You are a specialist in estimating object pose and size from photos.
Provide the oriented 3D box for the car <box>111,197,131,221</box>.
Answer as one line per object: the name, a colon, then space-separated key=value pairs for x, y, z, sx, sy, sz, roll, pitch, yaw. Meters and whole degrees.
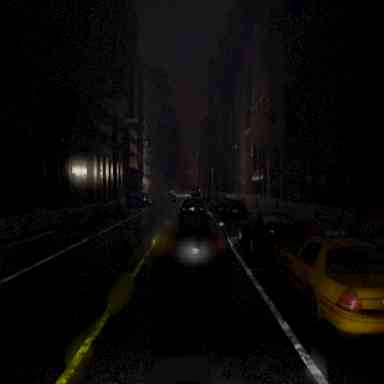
car: x=-5.765 y=1.238 z=23.328 sx=1.802 sy=1.307 sz=4.206 roll=0 pitch=1 yaw=0

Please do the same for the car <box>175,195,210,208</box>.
car: x=0.069 y=1.174 z=25.337 sx=2.033 sy=1.411 sz=5.357 roll=0 pitch=1 yaw=0

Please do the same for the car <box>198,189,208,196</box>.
car: x=2.760 y=0.091 z=84.953 sx=2.192 sy=1.841 sz=5.009 roll=0 pitch=1 yaw=0

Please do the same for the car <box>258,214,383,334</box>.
car: x=2.760 y=1.424 z=6.711 sx=1.752 sy=1.417 sz=4.829 roll=0 pitch=1 yaw=0

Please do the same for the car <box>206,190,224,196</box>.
car: x=2.760 y=0.933 z=34.545 sx=1.967 sy=1.590 sz=4.097 roll=0 pitch=1 yaw=0

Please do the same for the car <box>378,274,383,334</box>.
car: x=2.760 y=1.529 z=0.940 sx=1.887 sy=1.381 sz=4.507 roll=0 pitch=1 yaw=0

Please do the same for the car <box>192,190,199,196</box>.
car: x=0.901 y=0.308 z=84.489 sx=1.812 sy=1.442 sz=4.674 roll=0 pitch=1 yaw=0

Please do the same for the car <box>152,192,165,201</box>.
car: x=-5.765 y=0.752 z=56.938 sx=1.802 sy=1.307 sz=4.206 roll=0 pitch=1 yaw=0

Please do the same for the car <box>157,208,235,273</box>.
car: x=0.069 y=1.412 z=10.169 sx=1.994 sy=1.385 sz=4.181 roll=0 pitch=1 yaw=0

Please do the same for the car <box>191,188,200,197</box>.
car: x=0.854 y=0.088 z=78.514 sx=2.150 sy=2.045 sz=5.566 roll=0 pitch=1 yaw=0

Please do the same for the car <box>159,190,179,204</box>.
car: x=-3.083 y=0.861 z=45.402 sx=1.812 sy=1.442 sz=4.674 roll=0 pitch=1 yaw=0

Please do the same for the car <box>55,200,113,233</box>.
car: x=-5.765 y=1.319 z=17.727 sx=1.802 sy=1.307 sz=4.206 roll=0 pitch=1 yaw=0

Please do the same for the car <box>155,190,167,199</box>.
car: x=-5.765 y=0.530 z=62.537 sx=1.967 sy=1.590 sz=4.097 roll=0 pitch=1 yaw=0

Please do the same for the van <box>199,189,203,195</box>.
van: x=2.760 y=0.431 z=62.550 sx=1.690 sy=1.788 sz=3.998 roll=0 pitch=1 yaw=0

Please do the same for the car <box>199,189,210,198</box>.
car: x=2.759 y=0.247 z=73.751 sx=2.192 sy=1.841 sz=5.009 roll=0 pitch=1 yaw=0

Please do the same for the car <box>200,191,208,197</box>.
car: x=2.760 y=0.435 z=79.356 sx=1.802 sy=1.307 sz=4.206 roll=0 pitch=1 yaw=0

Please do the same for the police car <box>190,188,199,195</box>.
police car: x=0.900 y=0.429 z=68.599 sx=1.930 sy=1.638 sz=5.238 roll=0 pitch=1 yaw=0

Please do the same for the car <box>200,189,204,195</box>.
car: x=2.760 y=0.693 z=57.121 sx=1.752 sy=1.417 sz=4.829 roll=0 pitch=1 yaw=0

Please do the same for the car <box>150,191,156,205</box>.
car: x=-5.765 y=0.940 z=39.962 sx=1.752 sy=1.417 sz=4.829 roll=0 pitch=1 yaw=0

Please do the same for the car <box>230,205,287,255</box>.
car: x=2.760 y=1.370 z=12.142 sx=2.008 sy=1.369 sz=4.403 roll=0 pitch=1 yaw=0

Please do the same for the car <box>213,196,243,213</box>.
car: x=2.761 y=1.221 z=23.345 sx=1.947 sy=1.339 sz=4.313 roll=0 pitch=1 yaw=0

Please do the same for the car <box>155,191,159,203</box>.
car: x=-5.765 y=0.913 z=45.734 sx=1.802 sy=1.307 sz=4.206 roll=0 pitch=1 yaw=0

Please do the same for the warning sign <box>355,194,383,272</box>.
warning sign: x=5.070 y=0.988 z=8.486 sx=1.300 sy=1.860 sz=1.060 roll=0 pitch=1 yaw=0

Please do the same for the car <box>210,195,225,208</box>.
car: x=2.761 y=1.156 z=28.946 sx=1.802 sy=1.307 sz=4.206 roll=0 pitch=1 yaw=0

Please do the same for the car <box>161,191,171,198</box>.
car: x=-5.765 y=0.498 z=73.742 sx=1.947 sy=1.339 sz=4.313 roll=0 pitch=1 yaw=0

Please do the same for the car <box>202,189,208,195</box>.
car: x=2.760 y=0.771 z=45.747 sx=1.967 sy=1.590 sz=4.097 roll=0 pitch=1 yaw=0

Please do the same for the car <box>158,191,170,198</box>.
car: x=-5.765 y=0.561 z=68.140 sx=2.008 sy=1.369 sz=4.403 roll=0 pitch=1 yaw=0

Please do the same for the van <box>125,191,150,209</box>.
van: x=-5.765 y=0.834 z=34.528 sx=1.690 sy=1.788 sz=3.998 roll=0 pitch=1 yaw=0
